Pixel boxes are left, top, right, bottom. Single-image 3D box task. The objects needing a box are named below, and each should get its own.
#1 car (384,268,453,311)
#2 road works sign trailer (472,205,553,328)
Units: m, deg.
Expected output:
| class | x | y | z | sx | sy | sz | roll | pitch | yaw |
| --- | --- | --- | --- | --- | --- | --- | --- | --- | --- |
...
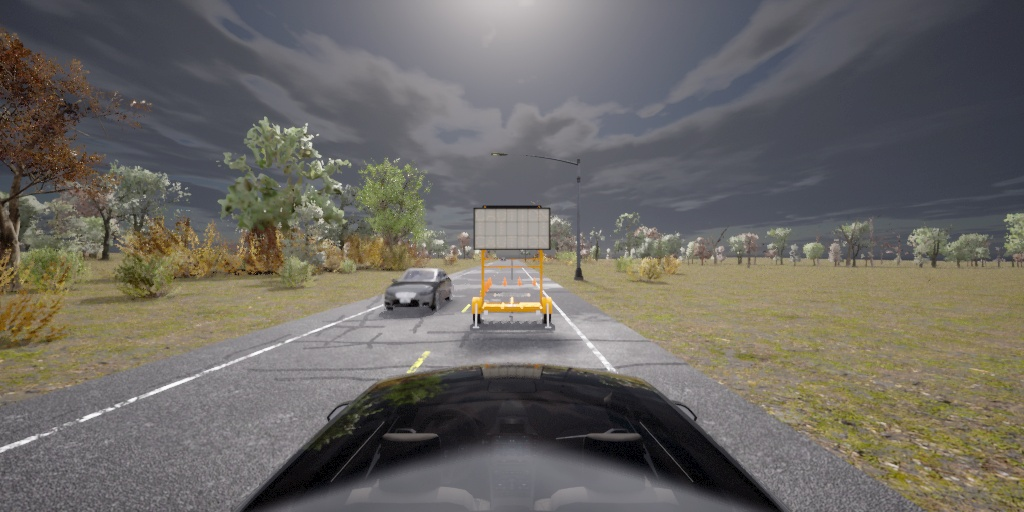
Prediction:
| class | x | y | z | sx | sy | sz | roll | pitch | yaw |
| --- | --- | --- | --- | --- | --- | --- | --- | --- | --- |
| car | -3.598 | 1.243 | 14.523 | 2.128 | 1.511 | 4.902 | 0 | 0 | 0 |
| road works sign trailer | 0.002 | 0.215 | 11.333 | 2.380 | 3.560 | 2.880 | 0 | 0 | 0 |
